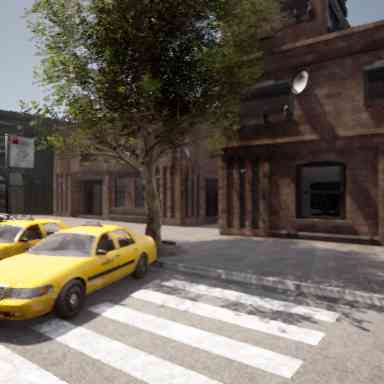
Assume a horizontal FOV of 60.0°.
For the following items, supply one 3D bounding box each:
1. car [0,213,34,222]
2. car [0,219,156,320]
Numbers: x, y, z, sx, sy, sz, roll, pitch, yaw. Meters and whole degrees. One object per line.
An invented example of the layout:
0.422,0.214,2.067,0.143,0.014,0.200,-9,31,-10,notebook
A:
-4.946,1.475,9.411,1.946,1.575,5.366,1,-1,16,car
-2.504,1.477,7.666,1.946,1.575,5.366,1,-1,16,car
